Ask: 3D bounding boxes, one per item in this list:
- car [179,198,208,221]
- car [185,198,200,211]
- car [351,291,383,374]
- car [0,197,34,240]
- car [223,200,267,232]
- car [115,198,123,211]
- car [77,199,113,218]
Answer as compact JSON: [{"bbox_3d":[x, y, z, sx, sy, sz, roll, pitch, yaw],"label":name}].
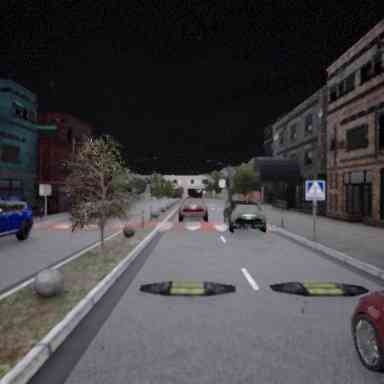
[{"bbox_3d":[0.101,1.310,25.239,2.097,1.767,4.553,0,-5,0],"label":"car"},{"bbox_3d":[0.100,1.588,42.856,1.837,1.490,4.892,0,0,0],"label":"car"},{"bbox_3d":[3.099,1.526,2.654,1.812,1.442,4.674,0,0,0],"label":"car"},{"bbox_3d":[-8.887,1.245,14.211,2.435,2.045,5.566,0,0,0],"label":"car"},{"bbox_3d":[3.117,1.250,20.371,2.097,1.767,4.553,1,5,0],"label":"car"},{"bbox_3d":[-8.973,1.559,36.209,2.231,1.521,4.892,0,0,0],"label":"car"},{"bbox_3d":[-8.951,1.573,30.651,2.163,1.488,4.792,0,0,0],"label":"car"}]
